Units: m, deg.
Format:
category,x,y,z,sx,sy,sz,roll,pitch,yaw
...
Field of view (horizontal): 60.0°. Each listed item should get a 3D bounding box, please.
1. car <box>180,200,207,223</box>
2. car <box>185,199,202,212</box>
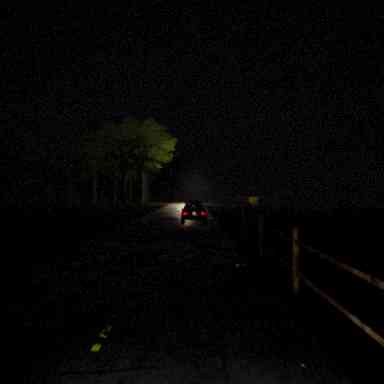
category,x,y,z,sx,sy,sz,roll,pitch,yaw
car,0.123,1.503,24.698,2.033,1.411,5.357,0,0,0
car,0.133,1.608,40.911,1.994,1.385,4.181,0,0,0
